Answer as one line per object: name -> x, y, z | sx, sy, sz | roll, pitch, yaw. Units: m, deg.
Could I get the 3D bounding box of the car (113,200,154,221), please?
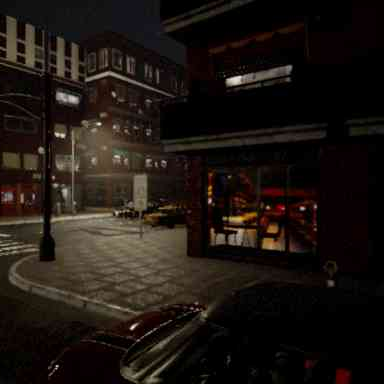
car -> -4.332, 1.453, 27.564 | 2.128, 1.511, 4.902 | 0, 1, 36

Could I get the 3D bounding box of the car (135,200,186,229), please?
car -> -1.198, 1.542, 21.785 | 1.752, 1.417, 4.829 | 1, 1, 36

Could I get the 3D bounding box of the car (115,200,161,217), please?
car -> -4.965, 1.507, 31.289 | 1.802, 1.307, 4.206 | 1, 1, 36

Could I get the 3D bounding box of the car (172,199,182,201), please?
car -> 0.016, 1.429, 28.291 | 1.882, 1.535, 5.008 | 0, 1, 36

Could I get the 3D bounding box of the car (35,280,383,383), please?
car -> 0.576, 1.448, 2.447 | 4.097, 1.590, 1.967 | -1, 0, 36

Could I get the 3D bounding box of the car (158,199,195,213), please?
car -> -1.598, 1.458, 35.844 | 1.802, 1.307, 4.206 | 1, 1, 36
